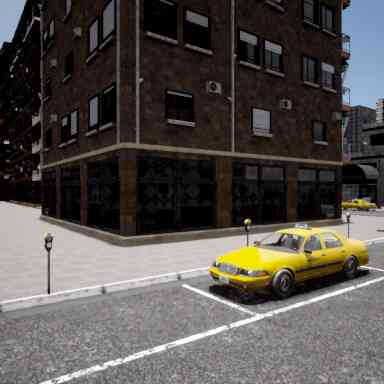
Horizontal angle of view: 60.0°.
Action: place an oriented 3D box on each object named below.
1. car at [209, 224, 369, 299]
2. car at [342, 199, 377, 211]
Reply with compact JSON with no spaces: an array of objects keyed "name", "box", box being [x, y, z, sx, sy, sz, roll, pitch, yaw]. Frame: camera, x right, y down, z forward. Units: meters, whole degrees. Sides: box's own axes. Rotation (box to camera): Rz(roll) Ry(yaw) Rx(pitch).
[{"name":"car","box":[2.638,1.525,8.454,4.829,1.417,1.752,0,0,-36]},{"name":"car","box":[19.289,1.469,39.688,1.752,1.417,4.829,0,0,-35]}]
